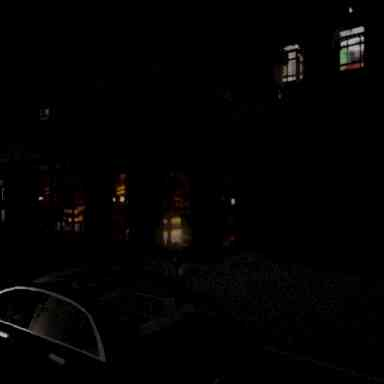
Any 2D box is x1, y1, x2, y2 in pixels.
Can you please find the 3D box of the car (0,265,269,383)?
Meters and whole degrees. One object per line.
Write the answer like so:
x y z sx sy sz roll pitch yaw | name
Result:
-1.337 1.548 3.826 4.403 1.369 2.008 0 0 35 | car
